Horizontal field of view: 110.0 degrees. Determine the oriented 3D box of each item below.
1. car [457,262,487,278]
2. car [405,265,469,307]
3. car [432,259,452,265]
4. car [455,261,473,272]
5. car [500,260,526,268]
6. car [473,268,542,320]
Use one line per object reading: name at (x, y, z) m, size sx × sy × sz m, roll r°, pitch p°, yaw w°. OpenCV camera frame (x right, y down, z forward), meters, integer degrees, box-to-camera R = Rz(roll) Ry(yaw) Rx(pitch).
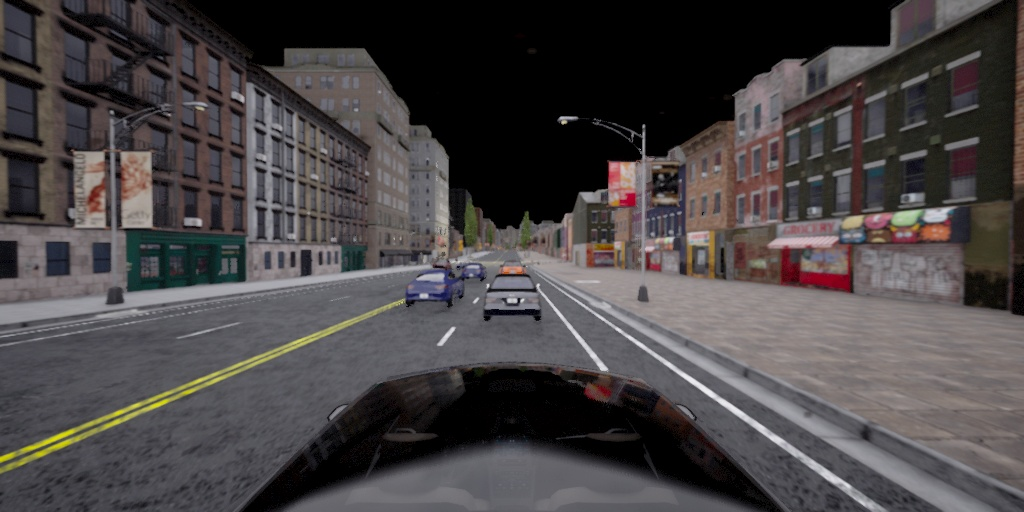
car at (-3.174, 1.329, 30.378) m, size 1.812 × 1.442 × 4.674 m, roll 0°, pitch 0°, yaw 0°
car at (-3.186, 1.284, 15.364) m, size 1.812 × 1.442 × 4.674 m, roll 0°, pitch 0°, yaw 1°
car at (-9.798, 1.164, 50.388) m, size 2.097 × 1.767 × 4.553 m, roll 0°, pitch 0°, yaw 0°
car at (-6.557, 1.414, 49.265) m, size 1.895 × 1.301 × 4.718 m, roll 0°, pitch 0°, yaw 0°
car at (0.069, 1.153, 29.583) m, size 2.097 × 1.767 × 4.553 m, roll 0°, pitch 0°, yaw 1°
car at (0.034, 1.301, 12.543) m, size 2.033 × 1.411 × 5.357 m, roll 0°, pitch 0°, yaw 1°
